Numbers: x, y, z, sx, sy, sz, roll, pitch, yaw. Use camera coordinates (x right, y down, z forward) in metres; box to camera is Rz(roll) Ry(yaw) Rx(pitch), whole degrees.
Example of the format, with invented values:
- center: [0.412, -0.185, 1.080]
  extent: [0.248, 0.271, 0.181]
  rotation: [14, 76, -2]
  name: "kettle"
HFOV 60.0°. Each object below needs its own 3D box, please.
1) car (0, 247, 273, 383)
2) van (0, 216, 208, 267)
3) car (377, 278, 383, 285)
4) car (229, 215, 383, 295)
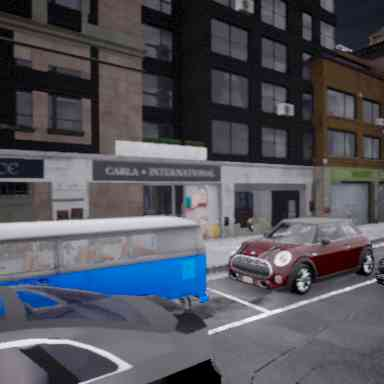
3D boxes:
- center: [-2.024, 1.493, 1.936]
  extent: [4.902, 1.511, 2.128]
  rotation: [0, 0, -36]
  name: "car"
- center: [-1.614, 1.334, 5.389]
  extent: [3.998, 1.788, 1.690]
  rotation: [0, 0, -35]
  name: "van"
- center: [6.609, 1.522, 8.077]
  extent: [5.357, 1.411, 2.033]
  rotation: [0, 0, -35]
  name: "car"
- center: [2.864, 1.419, 8.578]
  extent: [4.097, 1.590, 1.967]
  rotation: [0, 0, -35]
  name: "car"
